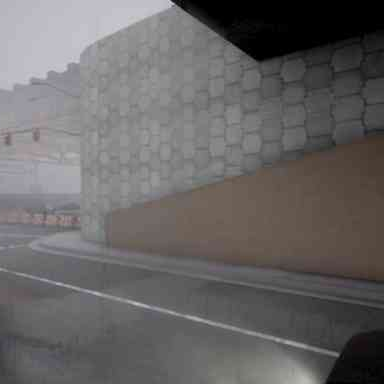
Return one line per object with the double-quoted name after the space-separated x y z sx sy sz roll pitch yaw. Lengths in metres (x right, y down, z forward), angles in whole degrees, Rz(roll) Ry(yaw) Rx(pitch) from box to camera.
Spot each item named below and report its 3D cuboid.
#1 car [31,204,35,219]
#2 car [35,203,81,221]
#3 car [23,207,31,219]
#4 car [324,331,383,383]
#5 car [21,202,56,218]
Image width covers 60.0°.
-10.666 1.760 28.595 4.974 1.542 2.038 -1 0 1 "car"
-10.615 1.602 28.596 4.536 1.218 1.853 -1 0 1 "car"
-14.355 1.816 31.355 2.038 1.542 4.974 -1 0 -9 "car"
3.421 1.523 1.548 5.357 1.411 2.033 -1 0 36 "car"
-14.366 1.659 31.407 1.853 1.218 4.536 -1 0 -9 "car"
